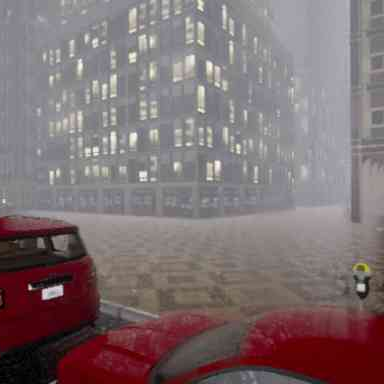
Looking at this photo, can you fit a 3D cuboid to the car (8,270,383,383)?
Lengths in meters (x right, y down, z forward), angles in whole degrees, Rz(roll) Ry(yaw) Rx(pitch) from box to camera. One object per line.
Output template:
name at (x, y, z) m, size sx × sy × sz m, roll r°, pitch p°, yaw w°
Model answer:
car at (0.850, 1.546, 2.273) m, size 4.507 × 1.381 × 1.887 m, roll 0°, pitch 0°, yaw 35°

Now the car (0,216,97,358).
car at (-3.661, 1.321, 5.491) m, size 5.009 × 1.841 × 2.192 m, roll 0°, pitch 0°, yaw 35°
